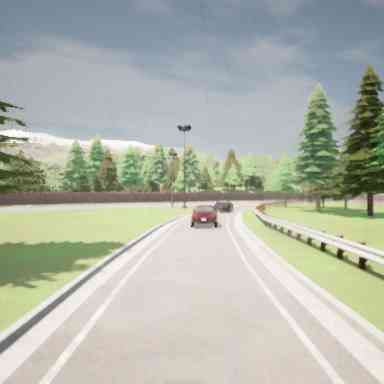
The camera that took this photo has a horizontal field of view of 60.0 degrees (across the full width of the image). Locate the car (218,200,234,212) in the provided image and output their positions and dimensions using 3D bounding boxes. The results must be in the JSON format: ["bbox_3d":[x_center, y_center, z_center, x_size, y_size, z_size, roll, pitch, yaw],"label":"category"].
[{"bbox_3d":[4.075,1.715,41.737,2.128,1.511,4.902,0,0,15],"label":"car"}]

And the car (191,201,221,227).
[{"bbox_3d":[0.952,1.655,23.958,1.812,1.442,4.674,0,0,5],"label":"car"}]
